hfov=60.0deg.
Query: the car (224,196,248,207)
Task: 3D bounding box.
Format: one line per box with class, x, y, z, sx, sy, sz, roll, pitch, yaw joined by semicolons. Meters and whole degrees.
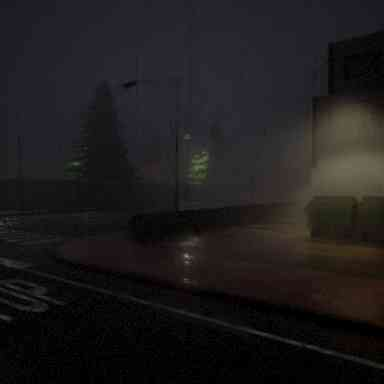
car;6.314;1.369;47.178;1.812;1.442;4.674;0;0;38
